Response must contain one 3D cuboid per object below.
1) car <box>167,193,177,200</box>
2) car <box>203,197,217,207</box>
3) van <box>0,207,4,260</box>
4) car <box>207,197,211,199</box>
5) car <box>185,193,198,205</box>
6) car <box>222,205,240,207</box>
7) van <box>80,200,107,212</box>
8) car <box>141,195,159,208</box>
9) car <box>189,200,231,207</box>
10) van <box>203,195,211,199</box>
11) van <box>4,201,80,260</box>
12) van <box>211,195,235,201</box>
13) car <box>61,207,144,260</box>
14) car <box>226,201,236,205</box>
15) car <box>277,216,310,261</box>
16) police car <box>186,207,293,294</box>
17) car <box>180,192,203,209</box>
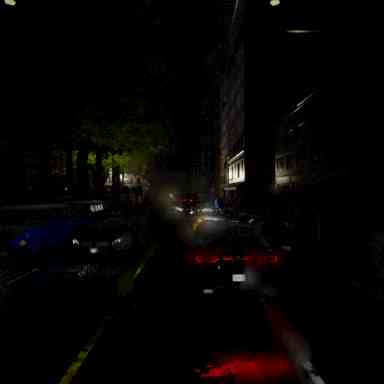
[{"bbox_3d":[-5.781,1.403,89.584,1.752,1.417,4.829,0,0,0],"label":"car"},{"bbox_3d":[2.792,1.518,51.776,1.947,1.339,4.313,0,0,0],"label":"car"},{"bbox_3d":[-5.678,1.340,6.459,1.690,1.788,3.998,0,0,0],"label":"van"},{"bbox_3d":[2.813,1.522,34.795,1.887,1.381,4.507,0,0,0],"label":"car"},{"bbox_3d":[-0.074,1.160,59.370,2.150,2.045,5.566,0,0,0],"label":"car"},{"bbox_3d":[2.834,1.575,17.813,1.802,1.307,4.206,0,0,0],"label":"car"},{"bbox_3d":[-5.692,1.334,17.775,1.690,1.788,3.998,0,0,0],"label":"van"},{"bbox_3d":[-5.726,1.277,46.064,2.192,1.841,5.009,0,0,0],"label":"car"},{"bbox_3d":[0.876,1.448,18.973,1.801,1.575,5.366,0,0,0],"label":"car"},{"bbox_3d":[2.798,1.303,46.115,1.690,1.788,3.998,0,0,0],"label":"van"},{"bbox_3d":[-5.686,1.338,12.117,1.690,1.788,3.998,0,0,0],"label":"van"},{"bbox_3d":[2.819,1.325,29.134,1.690,1.788,3.998,0,0,0],"label":"van"},{"bbox_3d":[-3.015,1.522,12.517,1.812,1.442,4.674,0,0,0],"label":"car"},{"bbox_3d":[2.826,1.571,23.474,1.802,1.307,4.206,0,0,0],"label":"car"},{"bbox_3d":[2.841,1.541,12.153,1.887,1.381,4.507,0,0,0],"label":"car"},{"bbox_3d":[0.889,1.423,8.893,1.930,1.638,5.238,0,0,0],"label":"police car"},{"bbox_3d":[-0.053,1.185,44.775,2.150,2.045,5.566,0,0,0],"label":"car"}]
